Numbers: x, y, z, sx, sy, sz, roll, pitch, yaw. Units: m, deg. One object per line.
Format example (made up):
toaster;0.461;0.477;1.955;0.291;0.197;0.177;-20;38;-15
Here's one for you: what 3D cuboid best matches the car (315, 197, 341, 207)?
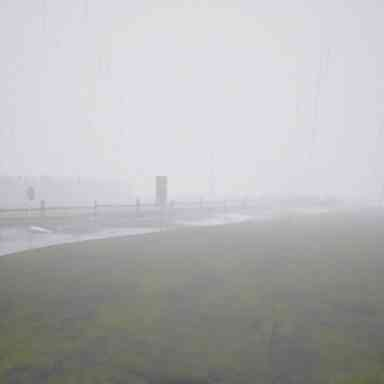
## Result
car;19.369;1.349;47.324;1.895;1.301;4.718;2;1;44
